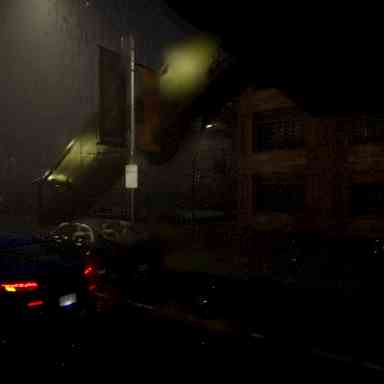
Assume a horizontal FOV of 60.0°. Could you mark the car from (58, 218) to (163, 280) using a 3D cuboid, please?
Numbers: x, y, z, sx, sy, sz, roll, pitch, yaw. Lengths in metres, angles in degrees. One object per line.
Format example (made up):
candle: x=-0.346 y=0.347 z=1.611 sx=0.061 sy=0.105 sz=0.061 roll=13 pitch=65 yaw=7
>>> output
car: x=-2.860 y=1.484 z=9.389 sx=4.892 sy=1.521 sz=2.231 roll=0 pitch=0 yaw=44

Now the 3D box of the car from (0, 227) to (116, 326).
car: x=-3.853 y=1.522 z=6.542 sx=4.674 sy=1.442 sz=1.812 roll=0 pitch=0 yaw=34
